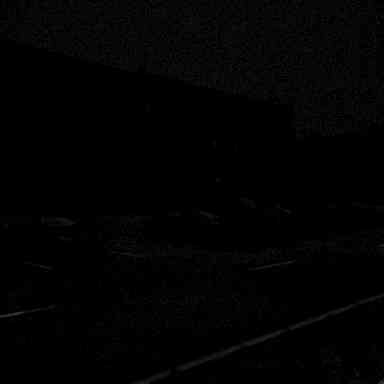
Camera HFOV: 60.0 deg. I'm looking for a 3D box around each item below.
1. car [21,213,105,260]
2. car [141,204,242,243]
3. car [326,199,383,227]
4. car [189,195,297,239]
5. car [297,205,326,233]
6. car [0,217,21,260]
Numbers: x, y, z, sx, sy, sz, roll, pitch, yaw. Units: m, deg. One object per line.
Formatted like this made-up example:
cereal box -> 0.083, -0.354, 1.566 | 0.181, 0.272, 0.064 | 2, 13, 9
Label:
car -> -5.287, 1.506, 12.321 | 4.674, 1.452, 2.002 | -1, -1, 35
car -> -0.321, 1.491, 15.755 | 4.674, 1.452, 2.002 | -1, 0, 35
car -> 9.735, 1.422, 22.457 | 5.008, 1.535, 2.097 | -1, 0, 37
car -> 2.201, 1.193, 17.449 | 5.566, 2.045, 2.435 | -1, -1, 36
car -> 4.685, 1.437, 19.148 | 5.008, 1.535, 2.097 | -1, -1, 36
car -> -7.754, 1.513, 10.570 | 4.674, 1.452, 2.002 | -1, 0, 34
